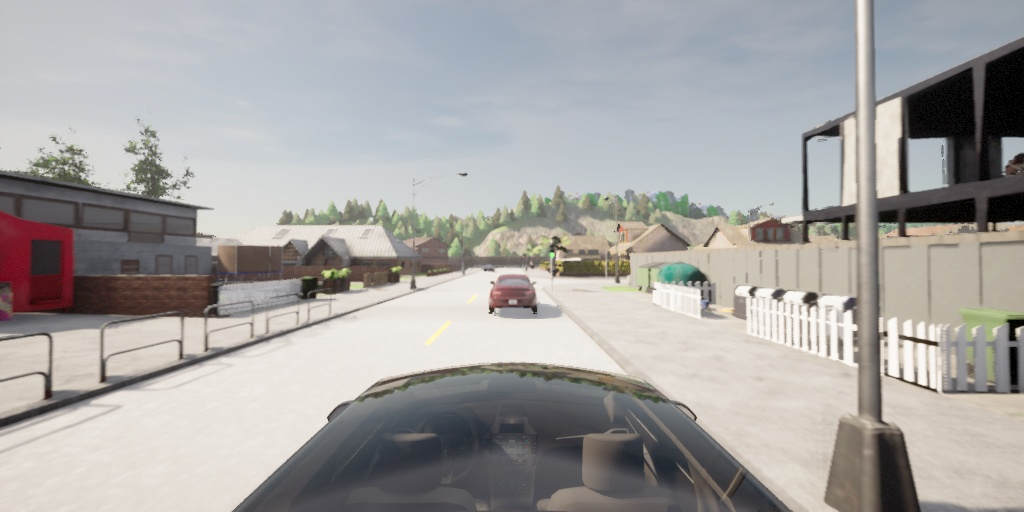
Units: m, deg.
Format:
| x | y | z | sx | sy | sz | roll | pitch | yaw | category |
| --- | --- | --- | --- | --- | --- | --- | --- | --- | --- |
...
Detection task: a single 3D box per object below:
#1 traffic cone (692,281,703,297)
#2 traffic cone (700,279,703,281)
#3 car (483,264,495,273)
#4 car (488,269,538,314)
| x | y | z | sx | sy | sz | roll | pitch | yaw | category |
| --- | --- | --- | --- | --- | --- | --- | --- | --- | --- |
| 10.401 | 1.832 | 19.928 | 0.344 | 0.586 | 0.344 | 0 | 0 | 0 | traffic cone |
| 11.401 | 1.821 | 20.968 | 0.344 | 0.586 | 0.344 | 0 | 0 | 0 | traffic cone |
| -3.987 | 2.136 | 62.546 | 2.033 | 1.411 | 5.357 | 0 | -1 | 1 | car |
| 0.057 | 1.454 | 14.707 | 1.812 | 1.442 | 4.674 | 0 | -1 | 1 | car |
